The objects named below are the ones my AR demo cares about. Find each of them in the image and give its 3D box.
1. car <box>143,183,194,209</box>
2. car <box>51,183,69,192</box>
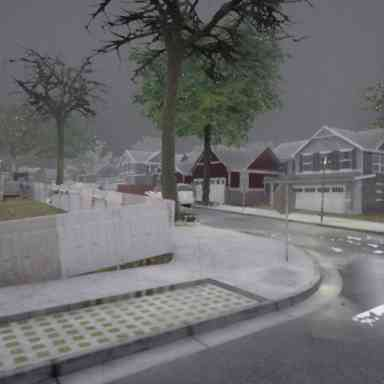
[{"bbox_3d":[-2.065,0.297,27.834,2.150,2.045,5.566,1,2,-35],"label":"car"},{"bbox_3d":[-18.465,-0.505,46.783,2.128,1.511,4.902,1,2,-35],"label":"car"}]
